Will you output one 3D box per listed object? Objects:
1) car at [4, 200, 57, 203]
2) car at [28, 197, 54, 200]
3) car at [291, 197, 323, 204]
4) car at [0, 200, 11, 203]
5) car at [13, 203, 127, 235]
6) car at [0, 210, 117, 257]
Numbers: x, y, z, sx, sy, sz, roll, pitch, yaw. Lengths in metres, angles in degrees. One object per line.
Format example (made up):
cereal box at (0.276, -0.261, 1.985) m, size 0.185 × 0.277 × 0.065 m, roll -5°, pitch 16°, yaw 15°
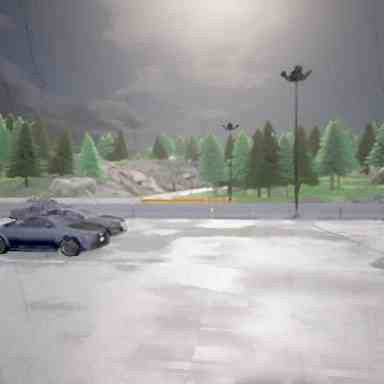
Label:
car at (-10.036, 1.490, 23.546) m, size 5.357 × 1.411 × 2.033 m, roll 0°, pitch 0°, yaw 7°
car at (-19.844, 1.393, 42.588) m, size 4.902 × 1.511 × 2.128 m, roll 0°, pitch 0°, yaw 7°
car at (16.278, 1.326, 47.067) m, size 4.181 × 1.385 × 1.994 m, roll 0°, pitch 0°, yaw 32°
car at (-20.661, 1.532, 35.635) m, size 4.718 × 1.301 × 1.895 m, roll 0°, pitch 0°, yaw 7°
car at (-5.599, 1.449, 15.945) m, size 4.902 × 1.511 × 2.128 m, roll 0°, pitch 0°, yaw 7°
car at (-5.267, 1.534, 12.379) m, size 4.181 × 1.385 × 1.994 m, roll 0°, pitch 0°, yaw 7°
